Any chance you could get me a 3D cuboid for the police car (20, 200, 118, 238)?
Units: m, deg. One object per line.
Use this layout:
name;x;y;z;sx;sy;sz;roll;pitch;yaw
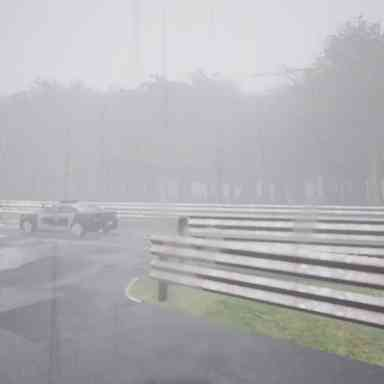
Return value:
police car;-5.986;1.198;15.852;5.238;1.638;1.930;-1;0;24
